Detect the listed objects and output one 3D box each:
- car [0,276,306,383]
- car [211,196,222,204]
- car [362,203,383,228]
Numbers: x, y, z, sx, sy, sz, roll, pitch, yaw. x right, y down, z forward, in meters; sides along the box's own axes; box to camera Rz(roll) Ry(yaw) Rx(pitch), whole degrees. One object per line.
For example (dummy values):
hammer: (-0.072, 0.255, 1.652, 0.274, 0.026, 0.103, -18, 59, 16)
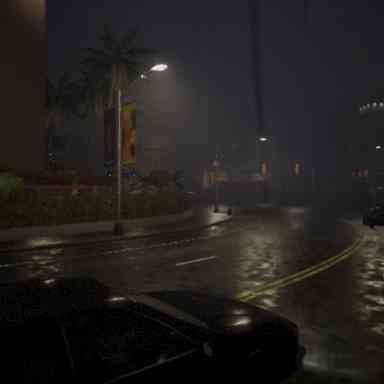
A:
car: (-1.229, 1.569, 2.981, 5.357, 1.411, 2.033, 0, -1, -38)
car: (6.379, 2.075, 81.846, 2.097, 1.535, 5.008, 0, 0, 0)
car: (13.185, 1.744, 23.210, 1.994, 1.385, 4.181, 0, 0, 20)
